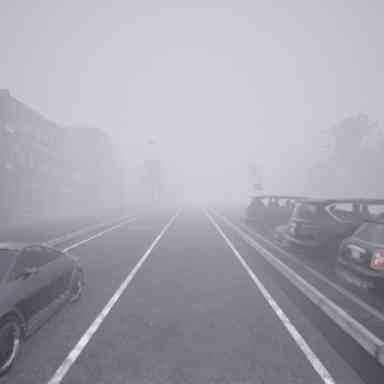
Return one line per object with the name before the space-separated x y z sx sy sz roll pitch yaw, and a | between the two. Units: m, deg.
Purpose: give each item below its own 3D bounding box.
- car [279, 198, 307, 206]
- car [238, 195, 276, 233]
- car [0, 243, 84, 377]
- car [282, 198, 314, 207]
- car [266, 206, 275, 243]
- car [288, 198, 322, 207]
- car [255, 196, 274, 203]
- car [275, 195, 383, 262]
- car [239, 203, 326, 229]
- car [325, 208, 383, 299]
car | 18.712 1.823 61.942 4.674 1.452 2.002 0 0 0
car | 5.627 1.212 18.207 5.566 2.045 2.435 0 0 0
car | -3.249 1.556 5.329 1.994 1.385 4.181 0 0 0
car | 18.706 1.759 58.667 4.892 1.521 2.231 0 0 0
car | 5.602 1.453 12.602 4.892 1.521 2.231 0 0 0
car | 18.715 1.731 55.394 5.008 1.535 2.097 0 0 0
car | 18.766 1.850 86.279 4.553 1.767 2.185 0 0 0
car | 5.624 1.202 9.796 5.566 2.045 2.435 0 0 0
car | 5.594 1.475 21.007 4.892 1.521 2.231 0 0 0
car | 5.565 1.329 6.996 4.553 1.767 2.185 0 0 0
